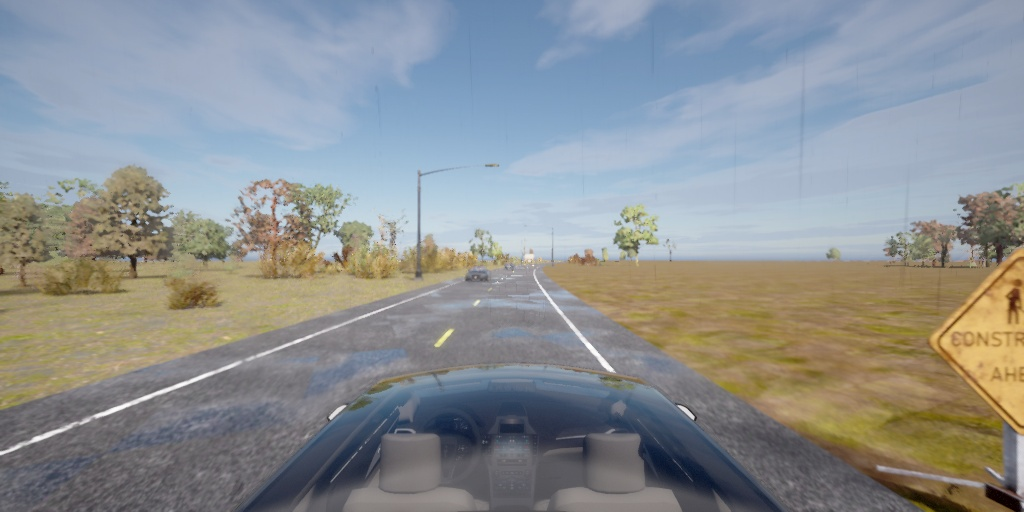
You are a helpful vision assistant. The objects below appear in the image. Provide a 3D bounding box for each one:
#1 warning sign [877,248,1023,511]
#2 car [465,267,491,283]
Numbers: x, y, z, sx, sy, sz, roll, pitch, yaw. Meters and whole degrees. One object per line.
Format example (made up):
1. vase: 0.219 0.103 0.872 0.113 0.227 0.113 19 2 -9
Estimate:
1. warning sign: 3.549 0.875 2.525 1.300 1.860 1.060 0 0 0
2. car: -3.020 1.658 32.656 1.994 1.385 4.181 0 -1 2
